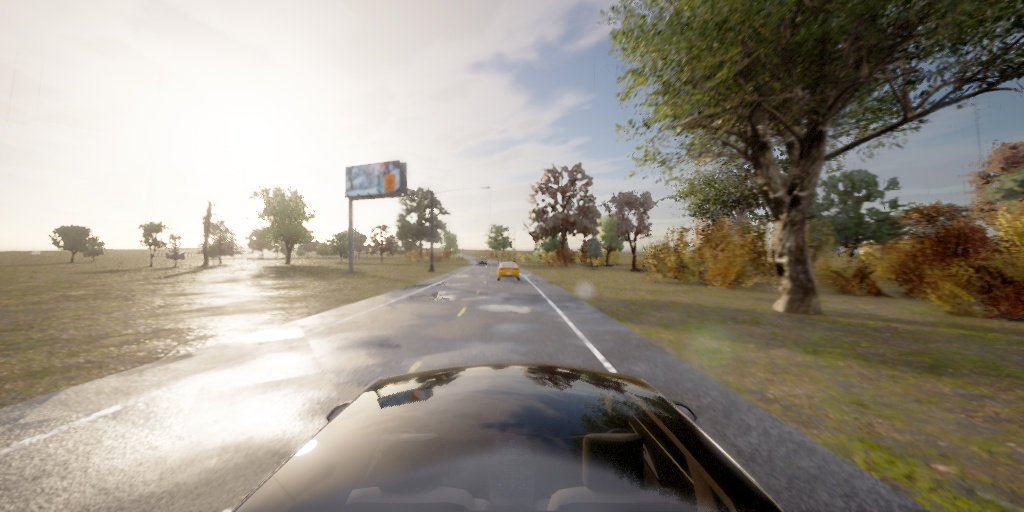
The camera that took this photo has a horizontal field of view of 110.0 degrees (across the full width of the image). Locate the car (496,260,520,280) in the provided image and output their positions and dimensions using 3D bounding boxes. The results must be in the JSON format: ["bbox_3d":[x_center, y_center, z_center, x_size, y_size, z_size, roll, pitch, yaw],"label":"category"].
[{"bbox_3d":[-0.332,1.250,31.400,1.882,1.535,5.008,0,0,-2],"label":"car"}]
